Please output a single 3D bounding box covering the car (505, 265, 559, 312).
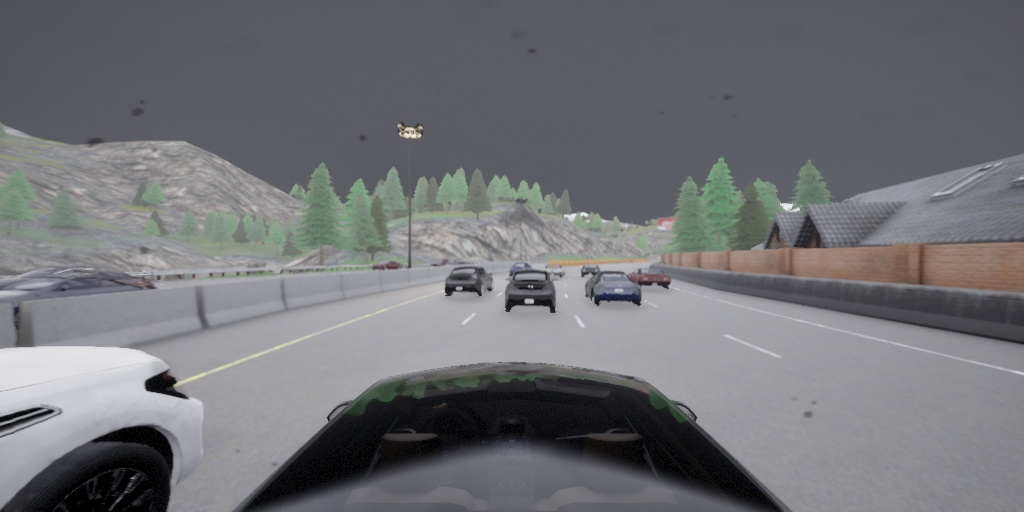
[{"bbox_3d":[0.801,1.293,14.515,1.837,1.490,4.892,0,0,5],"label":"car"}]

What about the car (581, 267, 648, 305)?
[{"bbox_3d":[4.513,1.369,16.473,1.994,1.385,4.181,0,0,6],"label":"car"}]

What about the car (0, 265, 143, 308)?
[{"bbox_3d":[-20.314,1.223,16.143,2.128,1.511,4.902,0,0,5],"label":"car"}]

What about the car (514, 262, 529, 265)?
[{"bbox_3d":[1.001,1.378,37.116,1.812,1.442,4.674,0,0,13],"label":"car"}]

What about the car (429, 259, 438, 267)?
[{"bbox_3d":[-11.393,1.225,57.447,2.097,1.767,4.553,0,0,19],"label":"car"}]

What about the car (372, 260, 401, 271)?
[{"bbox_3d":[-17.451,1.312,50.042,1.882,1.535,5.008,0,-1,17],"label":"car"}]

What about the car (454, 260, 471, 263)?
[{"bbox_3d":[-6.015,1.473,51.605,1.895,1.301,4.718,0,0,18],"label":"car"}]

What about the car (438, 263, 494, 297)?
[{"bbox_3d":[-2.199,1.298,19.319,1.837,1.490,4.892,0,0,7],"label":"car"}]

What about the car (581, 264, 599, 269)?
[{"bbox_3d":[8.237,1.475,37.304,1.895,1.301,4.718,0,0,14],"label":"car"}]

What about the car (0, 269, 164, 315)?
[{"bbox_3d":[-16.953,1.300,14.266,1.994,1.385,4.181,0,0,5],"label":"car"}]

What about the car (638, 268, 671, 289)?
[{"bbox_3d":[9.023,1.440,23.951,1.895,1.301,4.718,0,0,9],"label":"car"}]

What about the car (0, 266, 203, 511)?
[{"bbox_3d":[-3.357,0.958,0.241,2.150,2.045,5.566,0,0,0],"label":"car"}]

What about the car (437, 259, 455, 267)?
[{"bbox_3d":[-8.737,1.364,54.460,2.128,1.511,4.902,0,0,19],"label":"car"}]

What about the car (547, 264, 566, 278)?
[{"bbox_3d":[4.300,1.460,35.972,1.895,1.301,4.718,0,0,13],"label":"car"}]

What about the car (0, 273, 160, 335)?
[{"bbox_3d":[-13.699,1.299,10.790,1.994,1.385,4.181,0,0,3],"label":"car"}]
